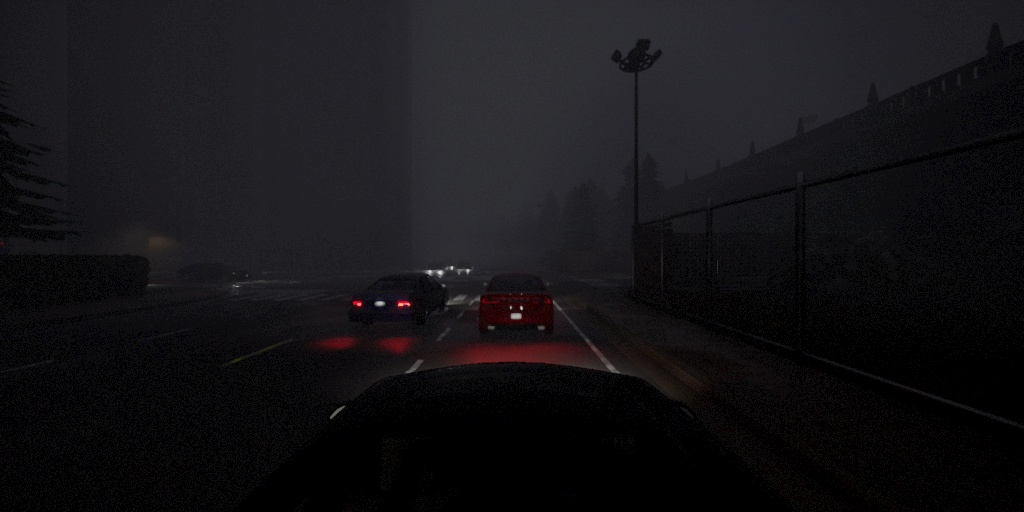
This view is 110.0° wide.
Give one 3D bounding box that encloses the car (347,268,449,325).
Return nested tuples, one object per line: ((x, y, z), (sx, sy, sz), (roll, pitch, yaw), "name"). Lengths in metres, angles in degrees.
((-3.384, 1.275, 11.719), (2.033, 1.411, 5.357), (0, 0, 0), "car")

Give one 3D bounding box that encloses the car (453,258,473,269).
((-7.026, 1.202, 53.145), (1.994, 1.385, 4.181), (0, 0, -1), "car")

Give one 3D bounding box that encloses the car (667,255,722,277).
((17.306, 0.956, 34.588), (5.566, 2.045, 2.150), (0, 0, 0), "car")

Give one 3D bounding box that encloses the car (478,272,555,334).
((0.130, 1.208, 10.620), (1.882, 1.535, 5.008), (0, 0, 1), "car")

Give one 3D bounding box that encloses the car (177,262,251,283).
((-22.800, 1.252, 27.559), (4.892, 1.490, 1.837), (0, 0, 0), "car")

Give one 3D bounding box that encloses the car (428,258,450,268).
((-10.473, 1.244, 50.563), (1.895, 1.301, 4.718), (0, 0, 0), "car")

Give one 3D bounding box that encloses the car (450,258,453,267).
((-11.471, 1.105, 64.234), (2.128, 1.511, 4.902), (0, 0, -14), "car")

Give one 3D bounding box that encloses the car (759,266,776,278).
((24.180, 1.247, 31.056), (4.892, 1.490, 1.837), (0, 0, 0), "car")
